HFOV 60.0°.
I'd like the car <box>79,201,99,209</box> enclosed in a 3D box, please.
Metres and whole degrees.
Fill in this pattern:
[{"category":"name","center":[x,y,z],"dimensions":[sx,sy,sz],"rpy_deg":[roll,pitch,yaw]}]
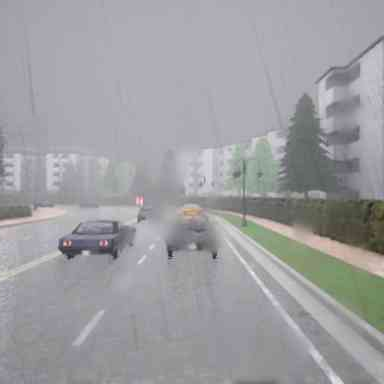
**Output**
[{"category":"car","center":[-17.724,2.242,57.375],"dimensions":[1.895,1.301,4.718],"rpy_deg":[1,-1,-41]}]

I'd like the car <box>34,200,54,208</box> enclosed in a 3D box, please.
[{"category":"car","center":[-27.513,2.256,61.829],"dimensions":[4.181,1.385,1.994],"rpy_deg":[-1,-1,35]}]

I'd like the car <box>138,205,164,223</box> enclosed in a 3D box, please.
[{"category":"car","center":[-3.540,1.812,28.470],"dimensions":[2.128,1.511,4.902],"rpy_deg":[0,0,-1]}]

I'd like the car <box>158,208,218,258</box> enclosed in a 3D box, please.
[{"category":"car","center":[0.022,1.645,13.479],"dimensions":[2.128,1.511,4.902],"rpy_deg":[0,0,0]}]

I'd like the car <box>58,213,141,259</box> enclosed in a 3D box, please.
[{"category":"car","center":[-3.480,1.750,13.221],"dimensions":[1.895,1.301,4.718],"rpy_deg":[0,-1,0]}]

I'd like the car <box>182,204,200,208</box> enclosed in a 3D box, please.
[{"category":"car","center":[-0.077,1.805,29.213],"dimensions":[1.882,1.535,5.008],"rpy_deg":[0,0,-2]}]
